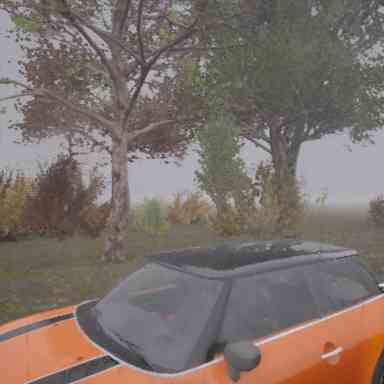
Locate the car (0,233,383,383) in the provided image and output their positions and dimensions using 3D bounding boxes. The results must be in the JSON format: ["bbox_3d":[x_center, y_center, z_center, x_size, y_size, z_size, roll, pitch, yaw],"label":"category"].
[{"bbox_3d":[0.128,1.365,3.207,4.553,1.767,2.097,0,0,-34],"label":"car"}]
